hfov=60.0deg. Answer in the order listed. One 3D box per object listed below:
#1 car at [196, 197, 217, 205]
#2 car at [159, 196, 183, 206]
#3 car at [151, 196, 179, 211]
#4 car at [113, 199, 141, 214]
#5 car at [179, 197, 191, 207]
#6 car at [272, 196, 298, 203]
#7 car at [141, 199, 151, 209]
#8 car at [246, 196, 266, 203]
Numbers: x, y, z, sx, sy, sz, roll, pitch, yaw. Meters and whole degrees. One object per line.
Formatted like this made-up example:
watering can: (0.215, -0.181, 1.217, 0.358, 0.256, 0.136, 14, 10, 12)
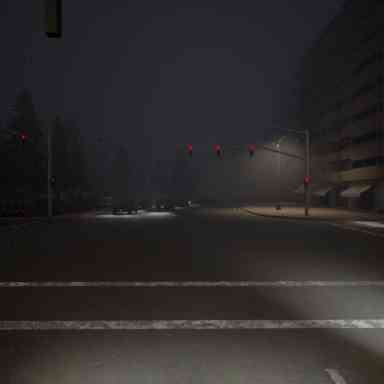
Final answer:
car: (2.690, 1.600, 60.812, 1.895, 1.301, 4.718, 0, 0, 32)
car: (-3.471, 1.492, 56.191, 2.128, 1.511, 4.902, 0, 0, 23)
car: (-3.219, 1.491, 40.634, 2.128, 1.511, 4.902, 0, 0, 4)
car: (-6.955, 1.526, 35.051, 1.812, 1.442, 4.674, 0, 0, 2)
car: (-1.724, 1.547, 51.063, 2.033, 1.411, 5.357, 0, 0, 16)
car: (18.502, 1.478, 67.553, 5.008, 1.535, 1.882, 0, 0, -33)
car: (-6.410, 1.601, 44.129, 1.895, 1.301, 4.718, 0, 0, 6)
car: (13.138, 1.477, 68.040, 5.008, 1.535, 1.882, 0, 0, -41)
